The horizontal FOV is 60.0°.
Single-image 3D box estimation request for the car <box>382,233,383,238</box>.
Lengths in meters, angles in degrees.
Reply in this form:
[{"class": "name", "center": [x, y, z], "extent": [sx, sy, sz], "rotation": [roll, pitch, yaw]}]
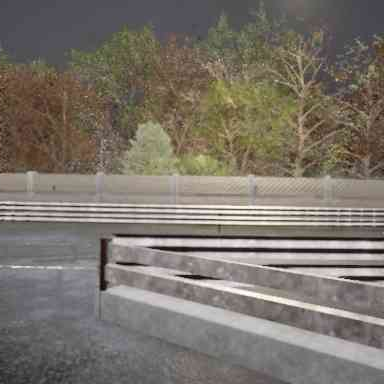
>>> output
[{"class": "car", "center": [9.051, 1.489, 11.345], "extent": [4.902, 1.511, 2.128], "rotation": [1, 1, -5]}]
